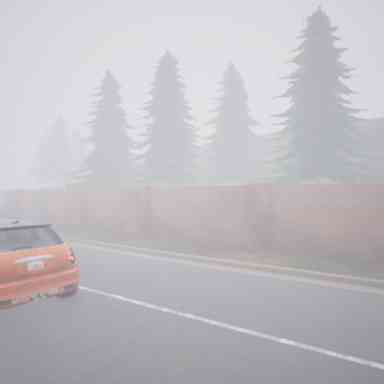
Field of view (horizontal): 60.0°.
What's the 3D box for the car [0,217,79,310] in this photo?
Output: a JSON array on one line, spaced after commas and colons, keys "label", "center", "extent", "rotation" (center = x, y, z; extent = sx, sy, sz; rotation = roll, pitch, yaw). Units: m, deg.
[{"label": "car", "center": [-4.562, 1.379, 7.400], "extent": [4.553, 1.767, 2.097], "rotation": [0, 0, 37]}]
